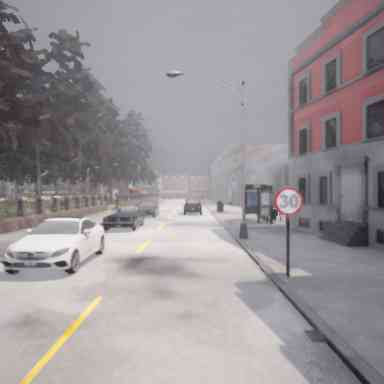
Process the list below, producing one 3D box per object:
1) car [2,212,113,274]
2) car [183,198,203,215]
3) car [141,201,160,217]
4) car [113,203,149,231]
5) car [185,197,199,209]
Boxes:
[{"bbox_3d":[-4.089,1.529,10.696,1.812,1.442,4.674,0,0,0],"label":"car"},{"bbox_3d":[0.090,1.488,34.522,1.882,1.535,5.008,0,0,0],"label":"car"},{"bbox_3d":[-4.078,1.556,31.123,2.033,1.411,5.357,0,0,0],"label":"car"},{"bbox_3d":[-4.102,1.607,20.791,1.895,1.301,4.718,0,0,0],"label":"car"},{"bbox_3d":[0.004,1.539,47.046,1.812,1.442,4.674,0,0,0],"label":"car"}]
